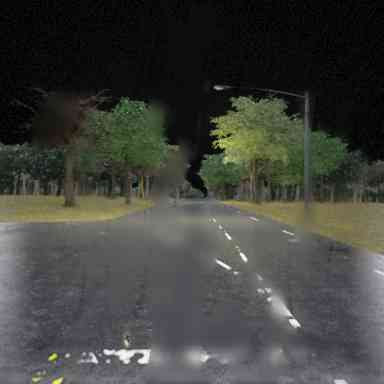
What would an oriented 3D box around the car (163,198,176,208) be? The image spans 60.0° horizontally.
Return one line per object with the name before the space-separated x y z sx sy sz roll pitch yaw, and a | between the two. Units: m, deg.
car | -3.425 1.633 50.846 2.128 1.511 4.902 0 0 0
